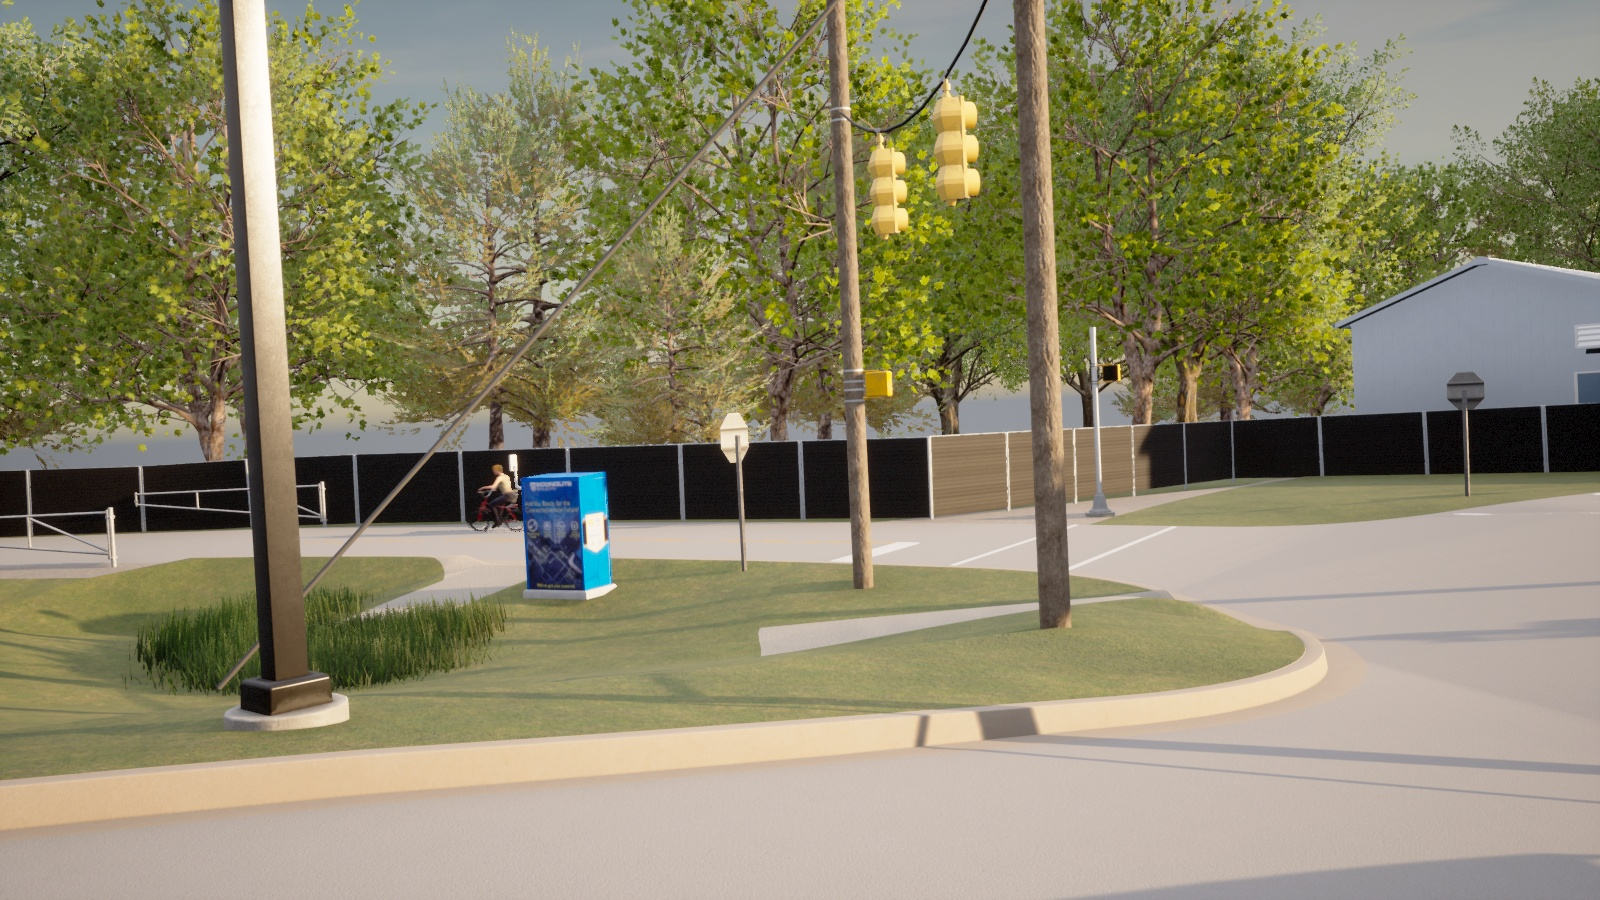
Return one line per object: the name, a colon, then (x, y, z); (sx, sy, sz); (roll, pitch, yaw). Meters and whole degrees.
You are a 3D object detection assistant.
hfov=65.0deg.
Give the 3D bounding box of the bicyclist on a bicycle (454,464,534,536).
bicyclist on a bicycle: (-7.194, 1.171, 29.579); (1.509, 1.612, 0.866); (-2, 2, 18)
